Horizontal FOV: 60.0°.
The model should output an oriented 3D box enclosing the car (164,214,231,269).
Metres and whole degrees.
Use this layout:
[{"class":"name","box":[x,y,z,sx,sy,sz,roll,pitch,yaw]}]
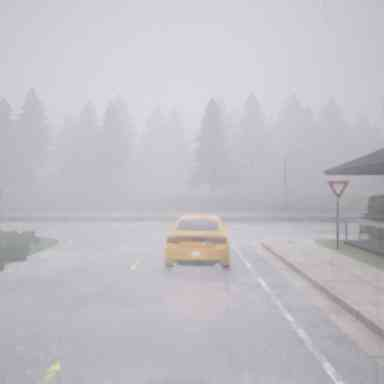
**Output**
[{"class":"car","box":[0.287,1.488,11.251,1.882,1.535,5.008,0,0,4]}]
